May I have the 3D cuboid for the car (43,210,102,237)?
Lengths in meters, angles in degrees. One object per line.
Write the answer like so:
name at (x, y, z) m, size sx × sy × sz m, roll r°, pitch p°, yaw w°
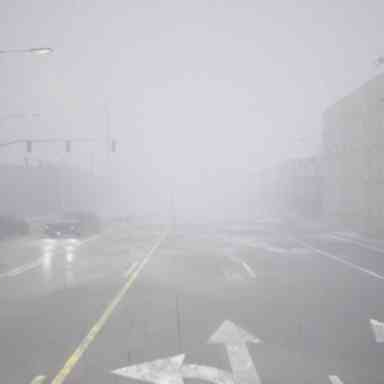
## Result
car at (-7.030, 1.833, 20.252) m, size 2.033 × 1.411 × 5.357 m, roll 0°, pitch -1°, yaw 1°

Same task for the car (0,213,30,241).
car at (-10.551, 1.816, 17.879) m, size 1.994 × 1.385 × 4.181 m, roll 0°, pitch -1°, yaw 0°

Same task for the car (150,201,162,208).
car at (-7.010, 2.460, 64.452) m, size 1.994 × 1.385 × 4.181 m, roll 0°, pitch -1°, yaw 0°
